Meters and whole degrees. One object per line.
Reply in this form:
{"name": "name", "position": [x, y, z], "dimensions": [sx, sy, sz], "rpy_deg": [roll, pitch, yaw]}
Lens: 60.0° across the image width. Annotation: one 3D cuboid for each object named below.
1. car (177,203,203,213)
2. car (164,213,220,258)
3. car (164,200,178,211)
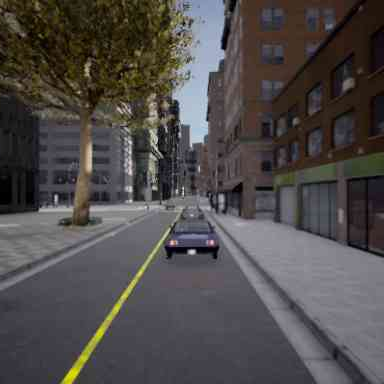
{"name": "car", "position": [0.020, 1.834, 28.568], "dimensions": [1.994, 1.385, 4.181], "rpy_deg": [0, 0, 1]}
{"name": "car", "position": [0.016, 1.729, 13.259], "dimensions": [1.895, 1.301, 4.718], "rpy_deg": [0, -1, 0]}
{"name": "car", "position": [-3.011, 1.968, 49.867], "dimensions": [1.837, 1.490, 4.892], "rpy_deg": [0, -1, 0]}
